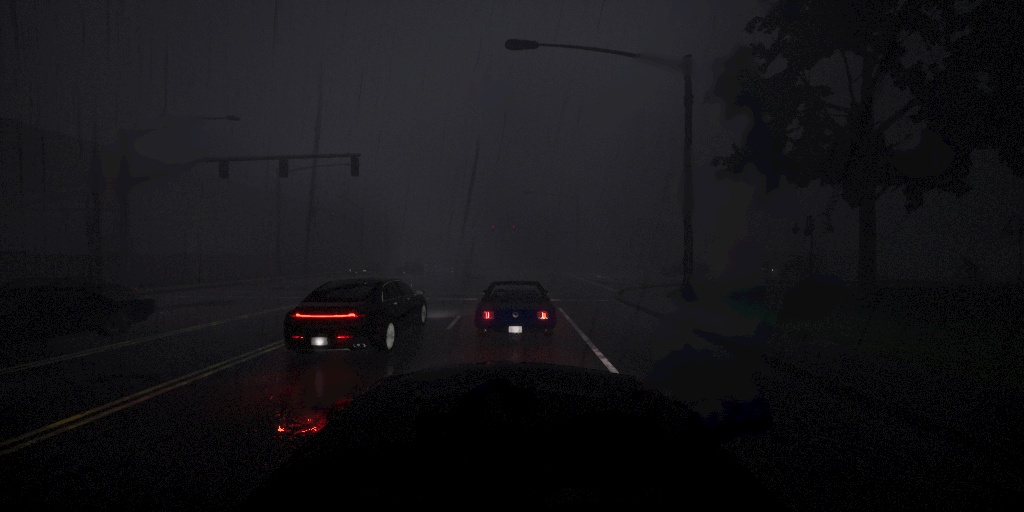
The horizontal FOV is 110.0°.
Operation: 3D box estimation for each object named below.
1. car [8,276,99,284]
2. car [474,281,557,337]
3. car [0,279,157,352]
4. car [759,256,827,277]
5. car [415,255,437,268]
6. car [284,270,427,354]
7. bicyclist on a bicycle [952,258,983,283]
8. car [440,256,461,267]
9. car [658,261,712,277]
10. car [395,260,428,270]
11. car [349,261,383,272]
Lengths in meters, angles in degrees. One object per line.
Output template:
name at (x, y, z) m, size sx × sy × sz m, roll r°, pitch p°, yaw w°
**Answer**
car at (-14.084, 1.314, 10.897) m, size 1.994 × 1.385 × 4.181 m, roll 0°, pitch 0°, yaw 0°
car at (0.098, 1.351, 10.229) m, size 1.895 × 1.301 × 4.718 m, roll 0°, pitch 0°, yaw 0°
car at (-10.590, 1.351, 7.464) m, size 1.895 × 1.301 × 4.718 m, roll 0°, pitch 0°, yaw 0°
car at (27.267, 0.971, 34.825) m, size 5.566 × 2.045 × 2.150 m, roll 0°, pitch 0°, yaw -1°
car at (-13.983, 0.841, 57.178) m, size 2.150 × 2.045 × 5.566 m, roll 0°, pitch 1°, yaw 0°
car at (-3.405, 1.255, 8.741) m, size 1.837 × 1.490 × 4.892 m, roll 0°, pitch 0°, yaw 0°
bicyclist on a bicycle at (31.008, 0.974, 24.442) m, size 0.582 × 1.620 × 1.656 m, roll 0°, pitch 0°, yaw -1°
car at (-10.463, 1.168, 61.189) m, size 1.895 × 1.301 × 4.718 m, roll 0°, pitch 1°, yaw 0°
car at (16.628, 1.242, 34.571) m, size 4.902 × 1.511 × 2.128 m, roll 0°, pitch 0°, yaw -1°
car at (-10.535, 1.336, 37.176) m, size 1.895 × 1.301 × 4.718 m, roll 0°, pitch 0°, yaw 0°
car at (-14.039, 1.247, 34.770) m, size 1.837 × 1.490 × 4.892 m, roll 0°, pitch 0°, yaw 0°
